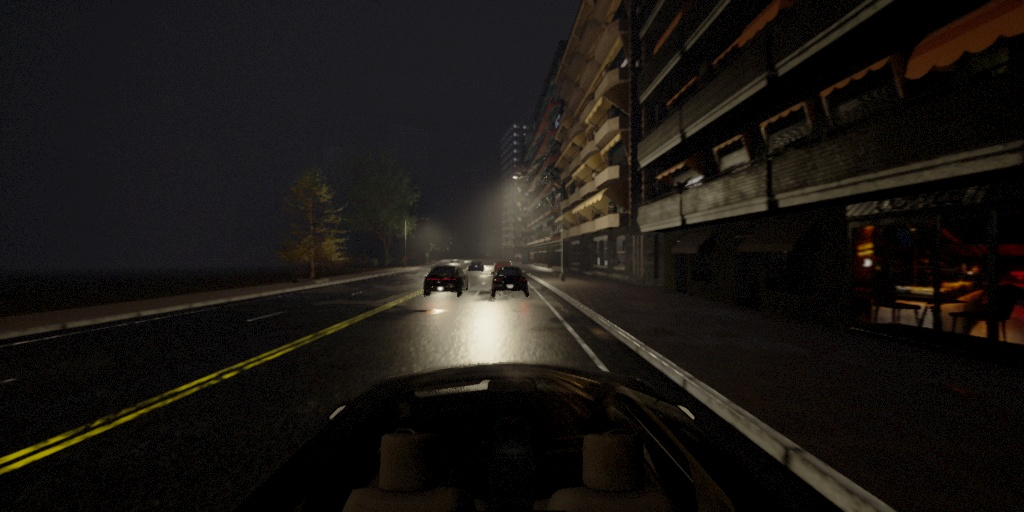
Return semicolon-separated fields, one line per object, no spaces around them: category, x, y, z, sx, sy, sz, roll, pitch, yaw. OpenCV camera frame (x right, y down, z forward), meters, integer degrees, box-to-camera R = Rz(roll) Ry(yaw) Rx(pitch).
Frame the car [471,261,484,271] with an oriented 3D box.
car;-4.782;1.321;48.101;1.994;1.385;4.181;0;0;-4

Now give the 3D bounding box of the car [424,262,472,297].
car;-3.382;1.259;19.017;1.837;1.490;4.892;0;0;-2

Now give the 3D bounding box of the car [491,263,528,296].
car;-0.143;1.273;19.314;1.812;1.442;4.674;0;0;-2

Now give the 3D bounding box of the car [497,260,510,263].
car;-0.963;1.227;39.258;1.882;1.535;5.008;0;0;-3
